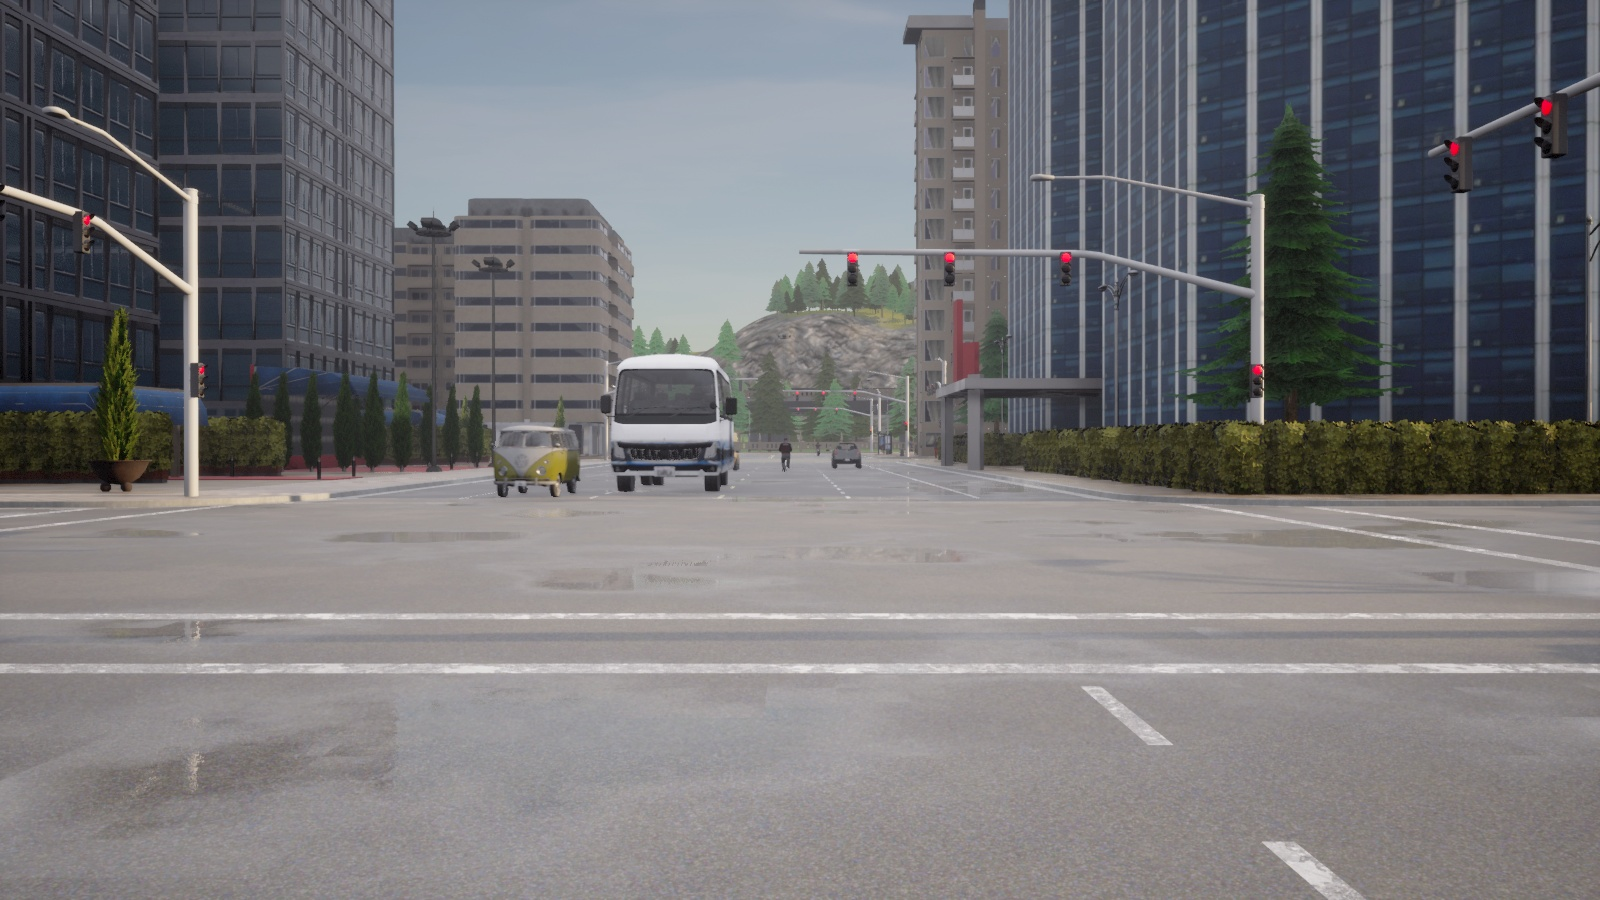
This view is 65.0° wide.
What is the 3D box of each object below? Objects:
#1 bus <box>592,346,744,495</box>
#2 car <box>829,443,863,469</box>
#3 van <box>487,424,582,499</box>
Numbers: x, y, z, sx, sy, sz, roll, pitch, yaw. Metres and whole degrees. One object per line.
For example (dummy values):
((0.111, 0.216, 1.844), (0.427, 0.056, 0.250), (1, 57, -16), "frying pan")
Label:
((-4.001, -0.865, 41.014), (3.944, 4.253, 10.273), (0, 0, -1), "bus")
((2.700, 0.344, 74.114), (1.845, 1.501, 3.633), (0, 0, -1), "car")
((-7.458, 0.293, 35.692), (1.775, 1.987, 4.442), (0, 0, 0), "van")
